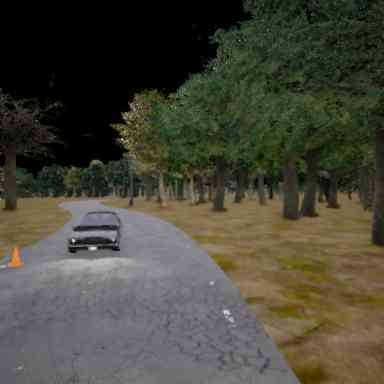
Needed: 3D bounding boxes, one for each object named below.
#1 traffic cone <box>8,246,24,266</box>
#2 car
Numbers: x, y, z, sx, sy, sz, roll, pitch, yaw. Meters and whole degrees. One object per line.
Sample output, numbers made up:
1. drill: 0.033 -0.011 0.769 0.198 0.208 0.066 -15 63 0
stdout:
1. traffic cone: -5.442 1.963 10.292 0.340 0.580 0.340 0 0 -7
2. car: -3.830 1.543 14.005 2.033 1.411 5.357 0 0 -10
